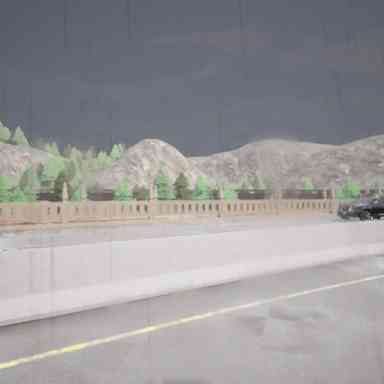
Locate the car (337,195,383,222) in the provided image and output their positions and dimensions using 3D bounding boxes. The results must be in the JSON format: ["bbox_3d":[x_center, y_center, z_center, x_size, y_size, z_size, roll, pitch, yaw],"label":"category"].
[{"bbox_3d":[14.347,1.286,26.543,5.566,2.045,2.150,0,0,-20],"label":"car"}]
